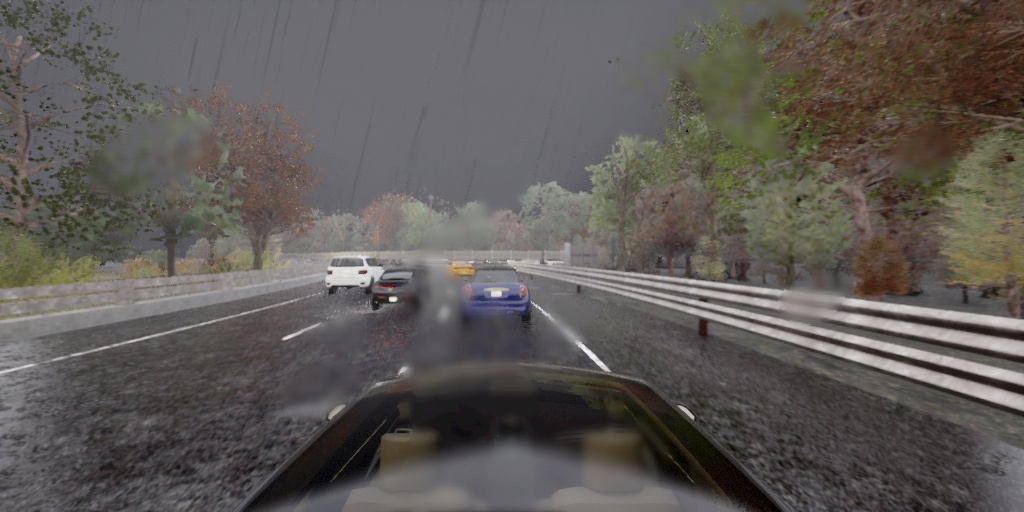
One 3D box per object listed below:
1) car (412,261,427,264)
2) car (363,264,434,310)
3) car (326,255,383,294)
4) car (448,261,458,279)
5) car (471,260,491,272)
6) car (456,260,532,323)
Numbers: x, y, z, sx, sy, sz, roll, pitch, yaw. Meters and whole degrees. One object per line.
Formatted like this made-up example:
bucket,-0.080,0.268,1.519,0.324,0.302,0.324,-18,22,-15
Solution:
car,-9.255,1.266,35.733,1.837,1.490,4.892,0,0,-18
car,-4.422,1.262,14.879,1.837,1.490,4.892,0,0,-7
car,-8.824,0.990,20.606,2.150,2.045,5.566,0,0,-10
car,-4.746,1.225,32.763,1.882,1.535,5.008,0,0,-16
car,-4.070,1.262,47.536,1.812,1.442,4.674,0,0,6
car,-0.616,1.098,12.340,2.097,1.767,4.553,0,0,-5
